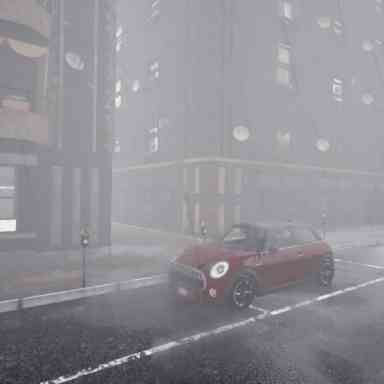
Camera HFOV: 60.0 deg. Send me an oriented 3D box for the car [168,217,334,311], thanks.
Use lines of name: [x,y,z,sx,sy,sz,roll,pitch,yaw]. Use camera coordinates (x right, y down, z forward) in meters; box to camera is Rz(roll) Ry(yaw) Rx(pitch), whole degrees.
car: [1.446,1.442,7.734,4.097,1.590,1.967,0,1,-35]
